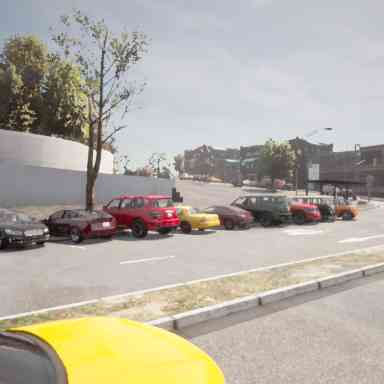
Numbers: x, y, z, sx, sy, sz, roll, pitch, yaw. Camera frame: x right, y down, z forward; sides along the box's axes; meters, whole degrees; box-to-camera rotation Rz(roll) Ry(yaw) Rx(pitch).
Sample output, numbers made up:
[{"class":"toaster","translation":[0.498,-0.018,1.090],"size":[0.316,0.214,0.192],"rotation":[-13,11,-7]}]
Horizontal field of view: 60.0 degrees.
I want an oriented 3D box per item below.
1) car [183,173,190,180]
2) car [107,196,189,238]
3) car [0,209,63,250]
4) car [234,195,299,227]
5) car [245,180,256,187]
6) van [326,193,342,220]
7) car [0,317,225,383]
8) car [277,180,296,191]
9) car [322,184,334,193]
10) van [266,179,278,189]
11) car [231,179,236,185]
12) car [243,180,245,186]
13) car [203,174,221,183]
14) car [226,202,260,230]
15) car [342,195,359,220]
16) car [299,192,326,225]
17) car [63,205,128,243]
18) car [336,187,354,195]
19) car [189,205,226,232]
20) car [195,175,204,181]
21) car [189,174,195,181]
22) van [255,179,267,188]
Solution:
[{"class":"car","translation":[0.436,-4.086,93.618],"size":[2.185,1.767,4.553],"rotation":[4,1,34]},{"class":"car","translation":[-3.296,1.248,17.879],"size":[5.566,2.045,2.435],"rotation":[-1,-1,35]},{"class":"car","translation":[-8.163,1.494,14.390],"size":[4.892,1.521,2.231],"rotation":[-1,-1,35]},{"class":"car","translation":[4.061,1.262,23.087],"size":[5.566,2.045,2.435],"rotation":[-1,-1,35]},{"class":"car","translation":[14.479,-1.813,74.121],"size":[1.946,1.575,5.366],"rotation":[7,3,35]},{"class":"van","translation":[9.115,1.297,26.459],"size":[4.442,1.987,1.878],"rotation":[-1,-1,35]},{"class":"car","translation":[-2.000,1.477,1.705],"size":[5.008,1.535,1.882],"rotation":[0,0,-36]},{"class":"car","translation":[19.537,-0.993,66.554],"size":[2.231,1.521,4.892],"rotation":[7,3,35]},{"class":"car","translation":[24.743,-0.427,59.165],"size":[2.435,2.045,5.566],"rotation":[7,3,35]},{"class":"van","translation":[17.779,-1.491,68.917],"size":[1.878,1.987,4.442],"rotation":[7,4,35]},{"class":"car","translation":[10.908,-2.318,78.906],"size":[2.002,1.452,4.674],"rotation":[7,3,35]},{"class":"car","translation":[12.649,-2.044,76.443],"size":[2.002,1.452,4.674],"rotation":[7,4,35]},{"class":"car","translation":[5.807,-3.176,86.420],"size":[1.946,1.575,5.366],"rotation":[7,3,34]},{"class":"car","translation":[1.632,1.549,21.331],"size":[4.674,1.452,2.002],"rotation":[-1,-1,35]},{"class":"car","translation":[11.525,1.403,28.207],"size":[4.553,1.767,2.185],"rotation":[-1,-1,35]},{"class":"car","translation":[6.575,1.267,24.790],"size":[5.566,2.045,2.435],"rotation":[-1,-1,35]},{"class":"car","translation":[-5.742,1.524,16.135],"size":[4.792,1.488,2.163],"rotation":[-1,-1,35]},{"class":"car","translation":[26.433,0.136,56.691],"size":[2.002,1.452,4.674],"rotation":[7,3,35]},{"class":"car","translation":[-0.975,1.503,19.705],"size":[5.366,1.575,1.946],"rotation":[-1,-1,35]},{"class":"car","translation":[3.958,-3.699,88.680],"size":[2.435,2.045,5.566],"rotation":[7,3,34]},{"class":"car","translation":[2.165,-3.851,91.147],"size":[2.185,1.767,4.553],"rotation":[6,3,34]},{"class":"van","translation":[16.051,-1.765,71.389],"size":[1.878,1.987,4.442],"rotation":[7,4,35]}]
